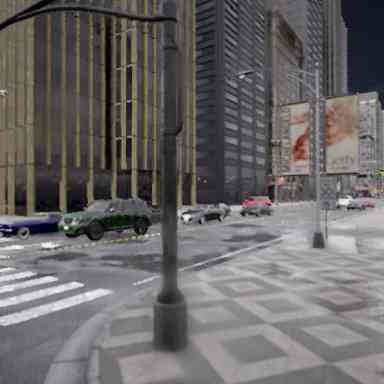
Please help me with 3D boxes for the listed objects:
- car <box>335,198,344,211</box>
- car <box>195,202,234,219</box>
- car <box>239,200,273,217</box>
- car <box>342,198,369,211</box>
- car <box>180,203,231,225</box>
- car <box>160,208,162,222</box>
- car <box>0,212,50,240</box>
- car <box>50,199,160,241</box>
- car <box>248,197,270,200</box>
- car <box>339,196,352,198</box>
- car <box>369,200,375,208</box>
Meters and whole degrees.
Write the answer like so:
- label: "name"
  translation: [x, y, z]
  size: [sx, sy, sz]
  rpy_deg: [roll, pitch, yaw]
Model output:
- label: "car"
  translation: [20.449, 1.959, 48.791]
  size: [2.033, 1.411, 5.357]
  rpy_deg: [0, -1, 35]
- label: "car"
  translation: [2.378, 1.846, 34.316]
  size: [1.812, 1.442, 4.674]
  rpy_deg: [0, -1, 35]
- label: "car"
  translation: [6.905, 1.865, 35.155]
  size: [2.033, 1.411, 5.357]
  rpy_deg: [0, -1, 34]
- label: "car"
  translation: [23.240, 1.938, 47.130]
  size: [2.033, 1.411, 5.357]
  rpy_deg: [0, -1, 35]
- label: "car"
  translation: [0.952, 1.745, 26.518]
  size: [2.128, 1.511, 4.902]
  rpy_deg: [0, -1, 35]
- label: "car"
  translation: [-3.388, 1.822, 25.944]
  size: [1.994, 1.385, 4.181]
  rpy_deg: [0, -1, 34]
- label: "car"
  translation: [-8.383, 1.806, 18.680]
  size: [1.895, 1.301, 4.718]
  rpy_deg: [0, -1, 34]
- label: "car"
  translation: [-4.578, 1.417, 18.482]
  size: [2.150, 2.045, 5.566]
  rpy_deg: [0, -1, 35]
- label: "car"
  translation: [8.359, 1.606, 42.955]
  size: [2.150, 2.045, 5.566]
  rpy_deg: [0, -1, 36]
- label: "car"
  translation: [27.144, 1.706, 58.529]
  size: [2.150, 2.045, 5.566]
  rpy_deg: [0, -1, 35]
- label: "car"
  translation: [29.710, 2.025, 56.517]
  size: [1.994, 1.385, 4.181]
  rpy_deg: [0, -1, 34]
